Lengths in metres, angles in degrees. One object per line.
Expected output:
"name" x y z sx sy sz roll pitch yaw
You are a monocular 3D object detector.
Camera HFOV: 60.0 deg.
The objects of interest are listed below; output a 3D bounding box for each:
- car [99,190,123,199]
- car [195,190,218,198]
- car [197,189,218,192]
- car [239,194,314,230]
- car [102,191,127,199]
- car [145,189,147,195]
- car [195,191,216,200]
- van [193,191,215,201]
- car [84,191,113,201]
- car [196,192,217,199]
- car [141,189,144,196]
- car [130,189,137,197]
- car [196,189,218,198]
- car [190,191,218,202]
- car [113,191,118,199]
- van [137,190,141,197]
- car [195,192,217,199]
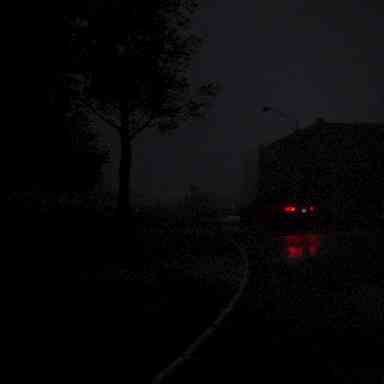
"car" -17.397 0.591 71.441 4.553 1.767 2.185 1 1 4
"car" 3.638 0.493 81.843 5.566 2.045 2.435 1 1 4
"car" 2.335 0.887 65.217 4.553 1.767 2.185 1 1 4
"car" 5.256 1.169 21.363 2.150 2.045 5.566 0 0 -25
"car" -17.222 0.676 74.199 4.892 1.521 2.231 1 1 4
"car" -15.752 0.236 93.439 4.553 1.767 2.185 1 1 4
"car" 2.987 0.761 73.535 4.553 1.767 2.185 1 1 4
"van" 2.416 0.747 68.126 4.442 1.987 1.878 1 1 4
"car" -18.037 0.702 63.191 4.553 1.767 2.185 1 1 4
"car" 3.396 0.793 79.080 4.892 1.521 2.231 1 1 4
"car" -16.154 0.449 87.942 5.008 1.535 2.097 1 1 4
"car" -16.815 0.333 79.693 5.566 2.045 2.435 1 1 4
"car" 4.025 0.397 87.514 5.566 2.045 2.435 1 1 4
"car" 1.849 1.103 59.806 4.792 1.488 2.163 1 1 4
"car" -17.861 0.793 65.949 5.008 1.535 2.097 1 1 4
"van" -16.244 0.269 85.180 4.442 1.987 1.878 1 1 4
"car" 3.177 0.837 76.435 5.008 1.535 2.097 1 1 4
